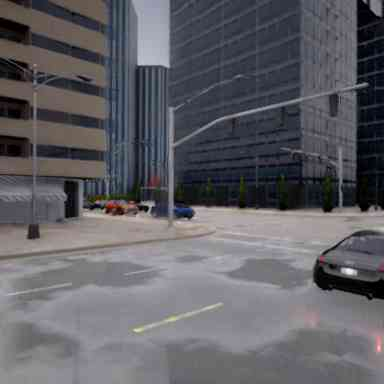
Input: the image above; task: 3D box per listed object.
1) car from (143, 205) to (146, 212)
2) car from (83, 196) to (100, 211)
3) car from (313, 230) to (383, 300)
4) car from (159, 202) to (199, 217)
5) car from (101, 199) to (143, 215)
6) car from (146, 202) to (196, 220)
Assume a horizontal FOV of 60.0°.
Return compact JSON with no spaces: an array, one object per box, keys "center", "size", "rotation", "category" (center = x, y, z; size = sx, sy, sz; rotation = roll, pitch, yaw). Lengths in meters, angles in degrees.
[{"center":[-7.330,1.931,42.301],"size":[1.895,1.301,4.718],"rotation":[1,-1,-42],"category":"car"},{"center":[-15.408,1.540,46.008],"size":[2.150,2.045,5.566],"rotation":[1,-1,-42],"category":"car"},{"center":[4.804,1.649,8.254],"size":[4.181,1.385,1.994],"rotation":[1,-1,-41],"category":"car"},{"center":[-1.444,1.876,35.813],"size":[1.994,1.385,4.181],"rotation":[1,-1,-42],"category":"car"},{"center":[-7.973,1.646,37.810],"size":[2.097,1.767,4.553],"rotation":[1,-1,-42],"category":"car"},{"center":[-1.886,1.753,31.093],"size":[1.882,1.535,5.008],"rotation":[1,-1,-42],"category":"car"}]
